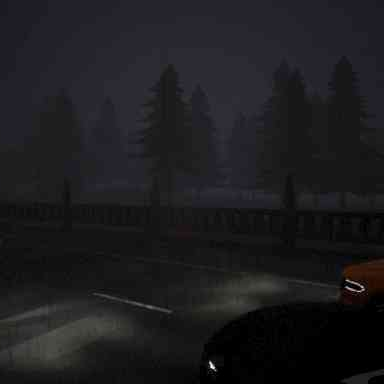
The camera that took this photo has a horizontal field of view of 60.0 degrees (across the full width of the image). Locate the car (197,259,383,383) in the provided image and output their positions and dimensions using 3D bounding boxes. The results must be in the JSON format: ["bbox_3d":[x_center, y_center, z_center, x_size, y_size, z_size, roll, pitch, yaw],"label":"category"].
[{"bbox_3d":[2.273,1.492,2.182,4.902,1.511,2.128,0,0,36],"label":"car"}]

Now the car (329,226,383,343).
[{"bbox_3d":[4.803,1.479,4.676,5.008,1.535,1.882,0,0,36],"label":"car"}]
